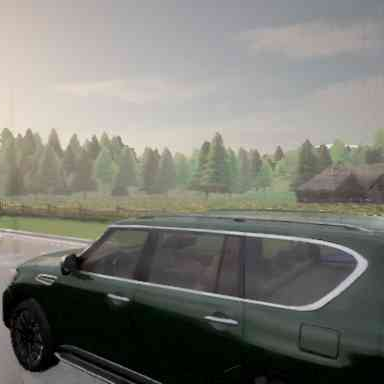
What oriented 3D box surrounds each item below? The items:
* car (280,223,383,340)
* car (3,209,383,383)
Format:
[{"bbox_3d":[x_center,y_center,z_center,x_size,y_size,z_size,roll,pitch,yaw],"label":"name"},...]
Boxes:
[{"bbox_3d":[4.181,1.476,5.309,5.008,1.535,1.882,0,0,36],"label":"car"},{"bbox_3d":[-0.019,1.233,4.008,5.566,2.045,2.150,0,0,36],"label":"car"}]
